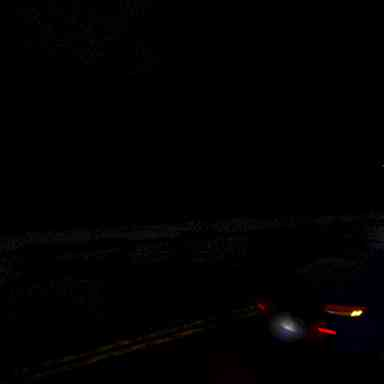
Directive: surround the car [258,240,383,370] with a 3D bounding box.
[{"bbox_3d":[3.131,1.568,5.674,4.674,1.442,1.812,1,0,-35],"label":"car"}]
